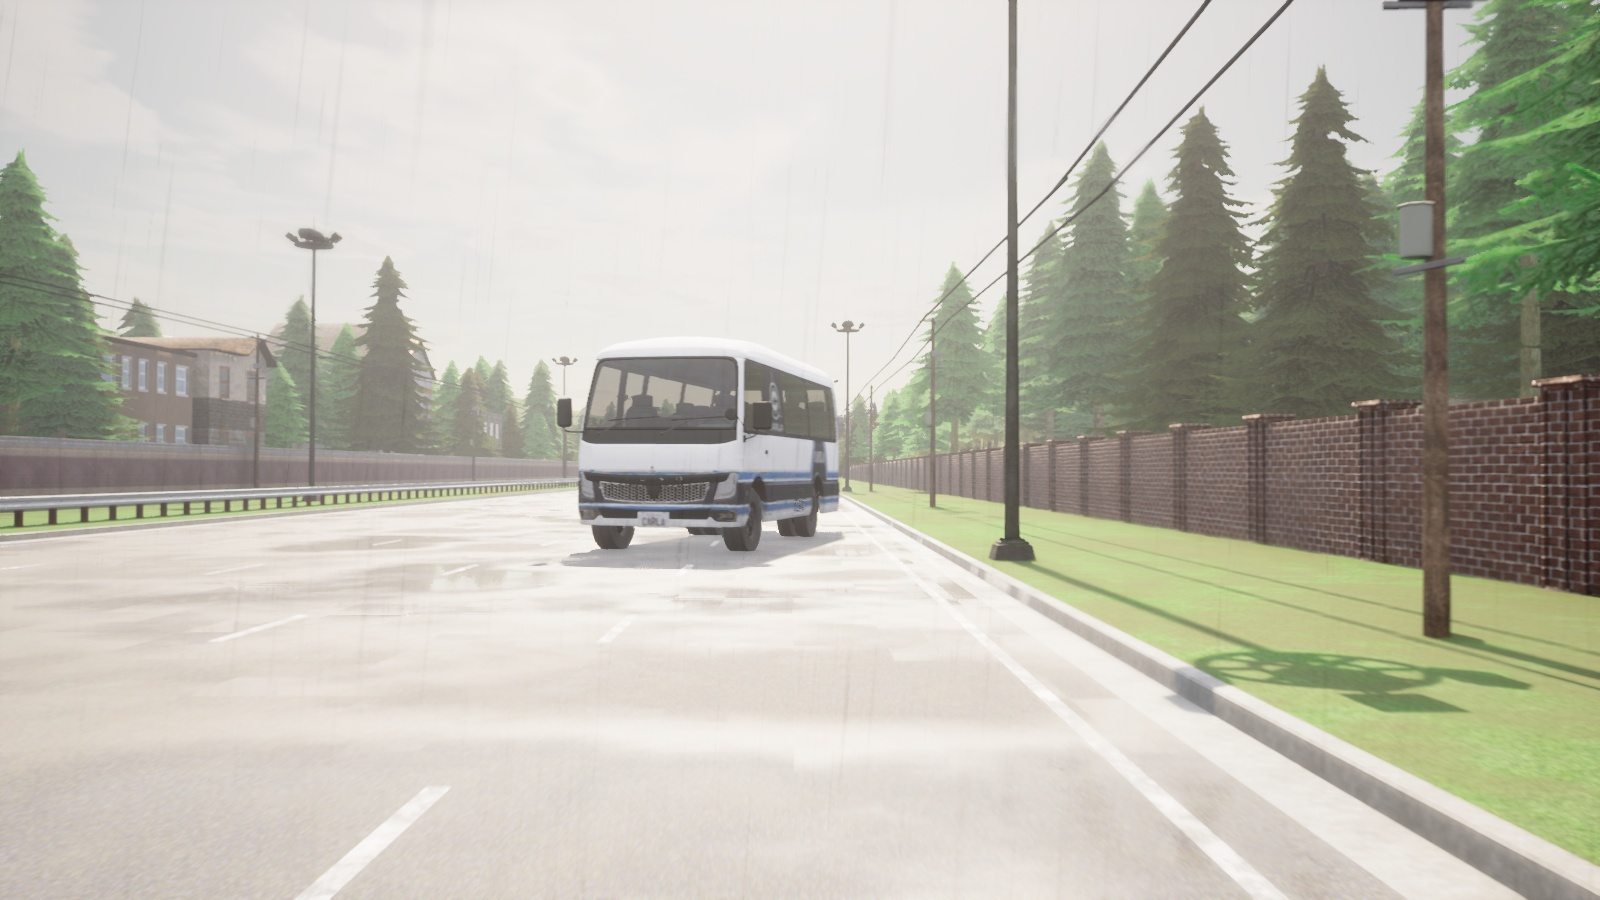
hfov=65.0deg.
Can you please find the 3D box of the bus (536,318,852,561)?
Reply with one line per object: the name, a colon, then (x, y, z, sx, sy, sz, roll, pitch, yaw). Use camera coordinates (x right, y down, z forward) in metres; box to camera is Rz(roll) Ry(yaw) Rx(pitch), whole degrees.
bus: (-1.731, -0.096, 27.391, 3.944, 4.253, 10.273, 0, -1, 13)
